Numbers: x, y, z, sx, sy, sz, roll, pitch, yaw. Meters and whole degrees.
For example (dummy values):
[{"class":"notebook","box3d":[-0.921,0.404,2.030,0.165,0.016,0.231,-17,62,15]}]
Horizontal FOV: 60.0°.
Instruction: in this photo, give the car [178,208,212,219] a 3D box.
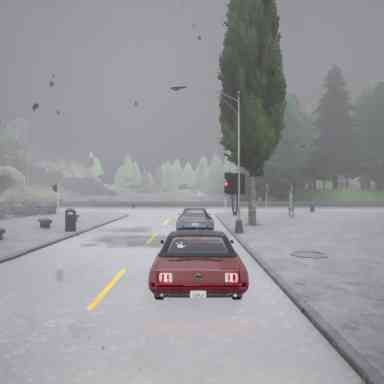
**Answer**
[{"class":"car","box3d":[0.162,1.564,18.390,1.994,1.385,4.181,0,0,0]}]

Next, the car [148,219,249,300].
[{"class":"car","box3d":[0.127,1.601,8.351,1.895,1.301,4.718,0,0,0]}]
